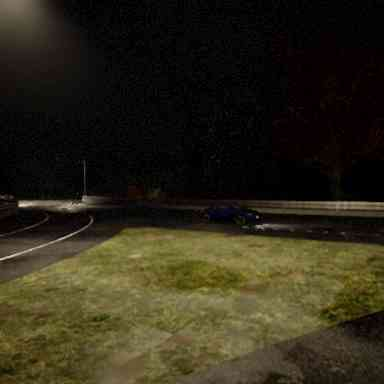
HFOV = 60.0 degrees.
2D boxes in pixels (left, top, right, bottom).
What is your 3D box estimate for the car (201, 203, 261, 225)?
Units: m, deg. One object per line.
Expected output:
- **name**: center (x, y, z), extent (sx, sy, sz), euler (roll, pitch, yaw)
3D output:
- **car**: center (2.673, 1.490, 23.270), extent (4.181, 1.385, 1.994), euler (0, 0, 33)
